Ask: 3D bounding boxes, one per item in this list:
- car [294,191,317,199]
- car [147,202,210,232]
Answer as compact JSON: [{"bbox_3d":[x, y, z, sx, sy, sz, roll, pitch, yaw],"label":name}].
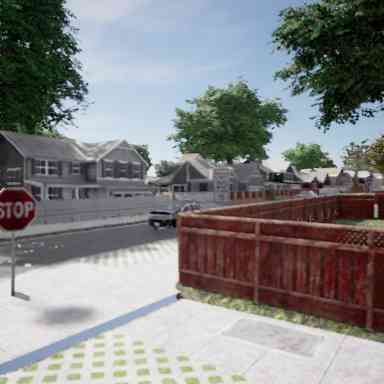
[{"bbox_3d":[15.600,0.604,45.735,2.097,1.767,4.553,0,1,35],"label":"car"},{"bbox_3d":[-0.316,1.301,18.117,2.128,1.511,4.902,0,1,35],"label":"car"}]
